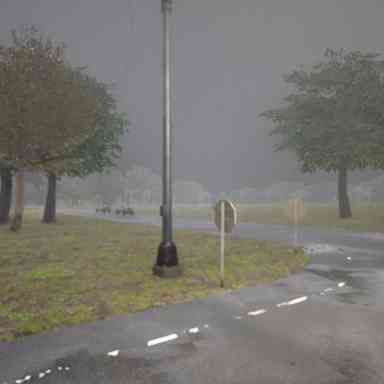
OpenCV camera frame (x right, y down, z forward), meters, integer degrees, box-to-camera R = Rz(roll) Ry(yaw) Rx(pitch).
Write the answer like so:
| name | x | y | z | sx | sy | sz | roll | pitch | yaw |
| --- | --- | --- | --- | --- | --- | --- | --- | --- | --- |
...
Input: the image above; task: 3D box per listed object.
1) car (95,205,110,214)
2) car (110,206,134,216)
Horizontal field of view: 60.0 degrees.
| name | x | y | z | sx | sy | sz | roll | pitch | yaw |
| --- | --- | --- | --- | --- | --- | --- | --- | --- | --- |
| car | -16.418 | 3.167 | 61.365 | 1.837 | 1.490 | 4.892 | 2 | -2 | -34 |
| car | -10.889 | 2.975 | 53.083 | 1.837 | 1.490 | 4.892 | 2 | -2 | -33 |
